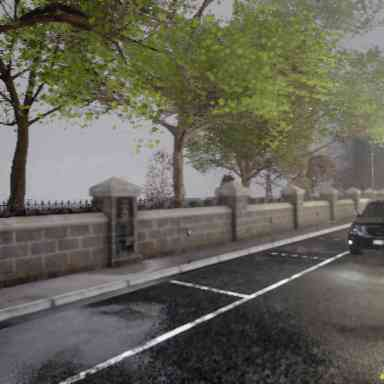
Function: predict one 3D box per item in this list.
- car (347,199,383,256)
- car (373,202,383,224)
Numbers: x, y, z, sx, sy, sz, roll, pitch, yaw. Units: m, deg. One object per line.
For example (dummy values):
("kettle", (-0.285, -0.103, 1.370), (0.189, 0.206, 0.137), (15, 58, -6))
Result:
("car", (7.898, 1.304, 13.015), (2.150, 2.045, 5.566), (-2, -1, 41))
("car", (15.972, 1.606, 26.431), (1.967, 1.590, 4.097), (-2, -1, 41))
